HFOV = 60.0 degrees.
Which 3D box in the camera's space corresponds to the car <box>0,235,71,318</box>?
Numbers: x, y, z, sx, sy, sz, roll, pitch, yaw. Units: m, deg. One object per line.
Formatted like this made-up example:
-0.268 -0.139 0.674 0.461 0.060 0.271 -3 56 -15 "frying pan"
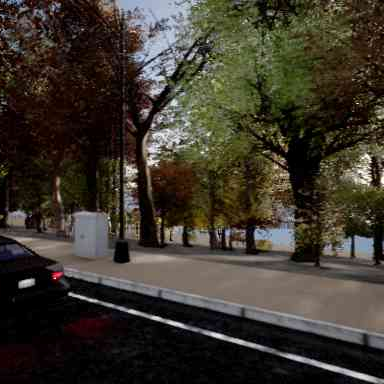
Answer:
-4.859 1.629 7.148 5.357 1.411 2.033 -1 0 36 "car"
